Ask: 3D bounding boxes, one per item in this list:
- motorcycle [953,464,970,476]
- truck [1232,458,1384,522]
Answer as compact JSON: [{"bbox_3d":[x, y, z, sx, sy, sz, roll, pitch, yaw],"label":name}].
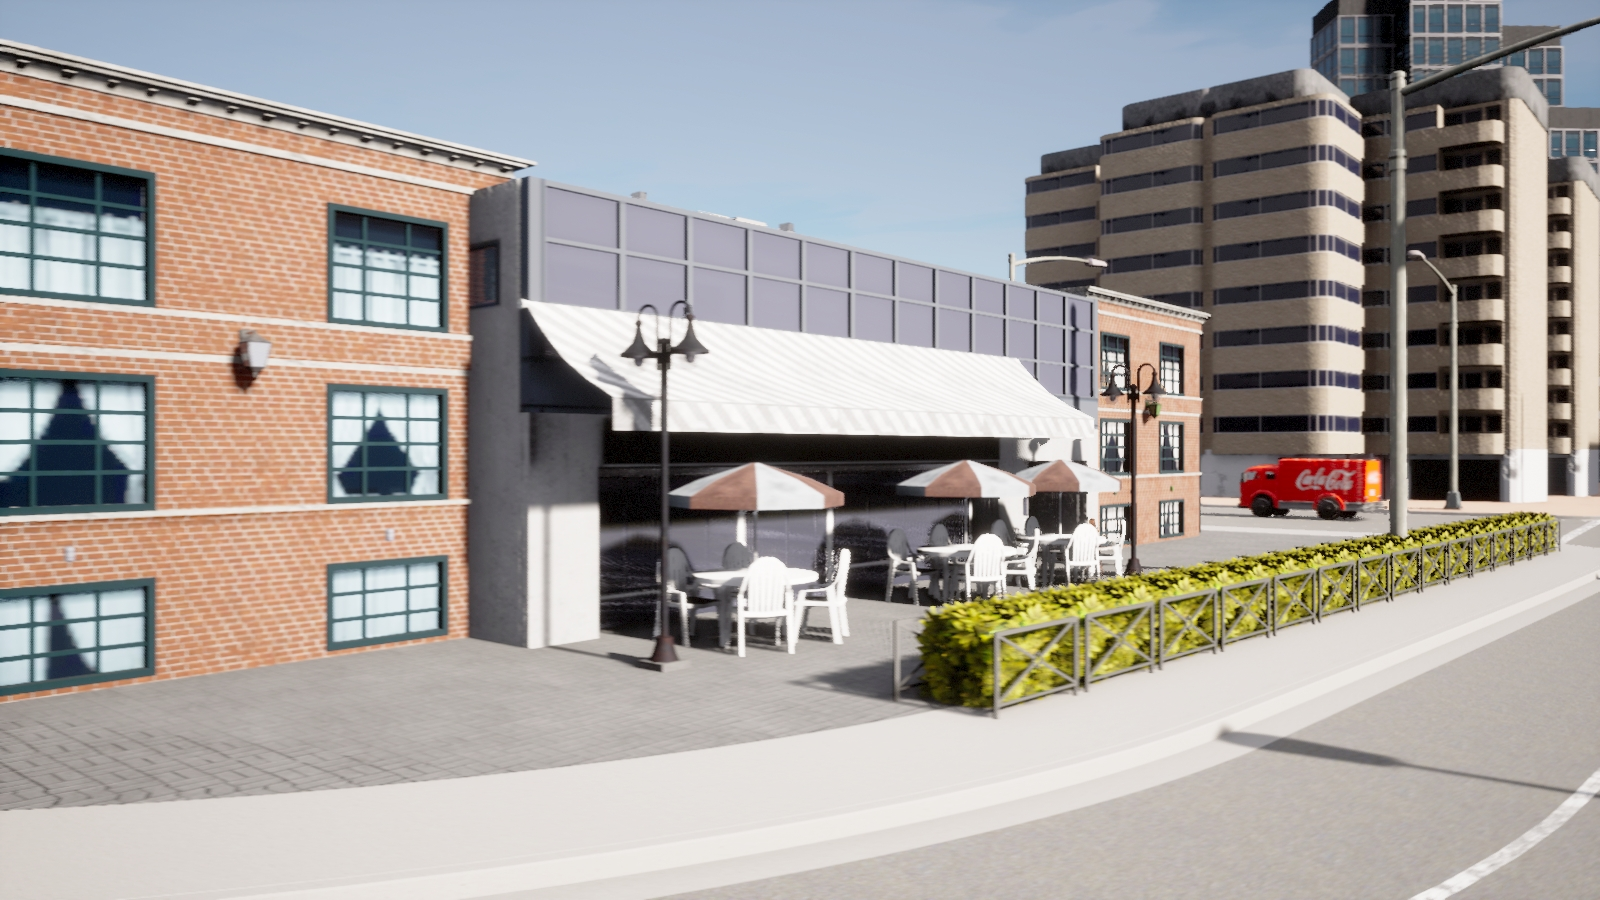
[{"bbox_3d":[17.838,2.245,126.174,0.764,1.277,2.356,0,0,42],"label":"motorcycle"},{"bbox_3d":[21.021,1.594,47.377,5.204,2.467,2.627,0,0,42],"label":"truck"}]
